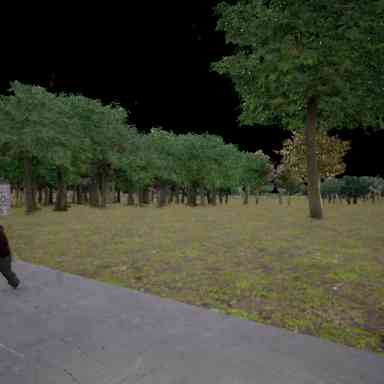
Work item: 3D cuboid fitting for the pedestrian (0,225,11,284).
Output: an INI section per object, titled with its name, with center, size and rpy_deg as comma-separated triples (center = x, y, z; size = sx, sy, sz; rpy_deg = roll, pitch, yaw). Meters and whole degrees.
[pedestrian]
center = -4.582, 1.458, 7.789
size = 0.375, 1.860, 0.375
rpy_deg = -1, -2, 40
